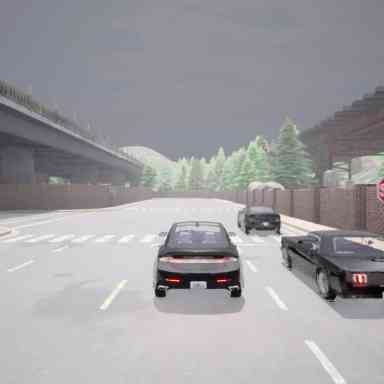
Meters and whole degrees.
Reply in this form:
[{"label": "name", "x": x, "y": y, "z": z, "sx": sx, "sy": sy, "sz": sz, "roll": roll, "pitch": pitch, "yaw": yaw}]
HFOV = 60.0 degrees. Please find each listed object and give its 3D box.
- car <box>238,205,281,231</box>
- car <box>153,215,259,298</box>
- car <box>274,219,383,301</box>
[{"label": "car", "x": 3.793, "y": 1.478, "z": 19.403, "sx": 1.882, "sy": 1.535, "sz": 5.008, "roll": 0, "pitch": 0, "yaw": 1}, {"label": "car", "x": 0.144, "y": 1.492, "z": 8.526, "sx": 2.128, "sy": 1.511, "sz": 4.902, "roll": 0, "pitch": 0, "yaw": 1}, {"label": "car", "x": 3.644, "y": 1.601, "z": 8.273, "sx": 1.895, "sy": 1.301, "sz": 4.718, "roll": 0, "pitch": 0, "yaw": 1}]
